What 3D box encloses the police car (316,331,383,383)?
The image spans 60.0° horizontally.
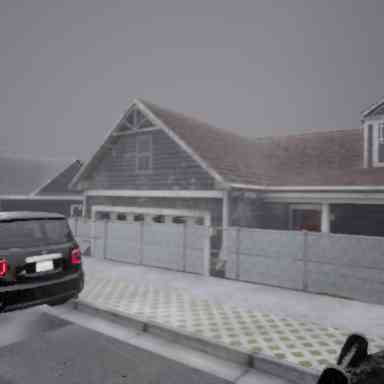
[{"bbox_3d":[3.261,1.497,1.447,5.238,1.638,1.930,-1,-2,37],"label":"police car"}]

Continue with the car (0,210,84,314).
[{"bbox_3d":[-4.750,1.424,7.391,5.566,2.045,2.150,-1,-2,36],"label":"car"}]
